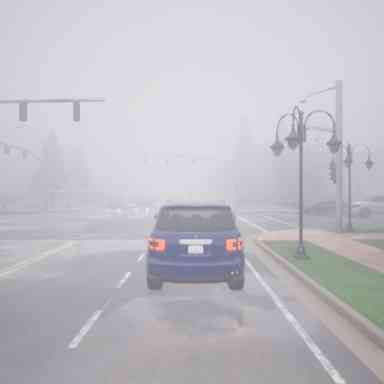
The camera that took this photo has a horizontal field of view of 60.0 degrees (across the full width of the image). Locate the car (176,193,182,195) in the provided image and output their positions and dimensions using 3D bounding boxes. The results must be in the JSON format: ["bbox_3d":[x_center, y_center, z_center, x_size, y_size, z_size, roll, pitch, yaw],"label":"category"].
[{"bbox_3d":[-3.440,1.433,77.532,1.882,1.535,5.008,0,0,0],"label":"car"}]

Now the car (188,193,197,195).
[{"bbox_3d":[0.061,1.509,77.932,1.994,1.385,4.181,0,0,0],"label":"car"}]

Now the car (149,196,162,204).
[{"bbox_3d":[-6.985,1.535,63.714,1.994,1.385,4.181,0,0,1],"label":"car"}]

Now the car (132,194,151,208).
[{"bbox_3d":[-7.045,1.455,48.996,1.882,1.535,5.008,0,0,0],"label":"car"}]

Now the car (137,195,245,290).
[{"bbox_3d":[0.087,1.217,9.184,2.150,2.045,5.566,0,0,0],"label":"car"}]

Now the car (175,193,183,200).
[{"bbox_3d":[-3.432,1.170,87.777,2.097,1.767,4.553,0,0,0],"label":"car"}]

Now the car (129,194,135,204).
[{"bbox_3d":[-10.508,1.536,61.587,1.994,1.385,4.181,0,0,1],"label":"car"}]

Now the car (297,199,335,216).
[{"bbox_3d":[12.761,1.486,32.290,4.892,1.490,1.837,-1,0,-1],"label":"car"}]

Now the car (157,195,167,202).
[{"bbox_3d":[-6.940,1.463,77.404,1.837,1.490,4.892,0,0,0],"label":"car"}]

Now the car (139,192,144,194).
[{"bbox_3d":[-10.440,1.442,76.640,1.882,1.535,5.008,0,0,0],"label":"car"}]

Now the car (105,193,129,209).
[{"bbox_3d":[-10.555,1.331,46.159,2.097,1.767,4.553,0,0,0],"label":"car"}]

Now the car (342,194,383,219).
[{"bbox_3d":[16.210,1.207,28.809,5.566,2.045,2.150,0,0,-1],"label":"car"}]
